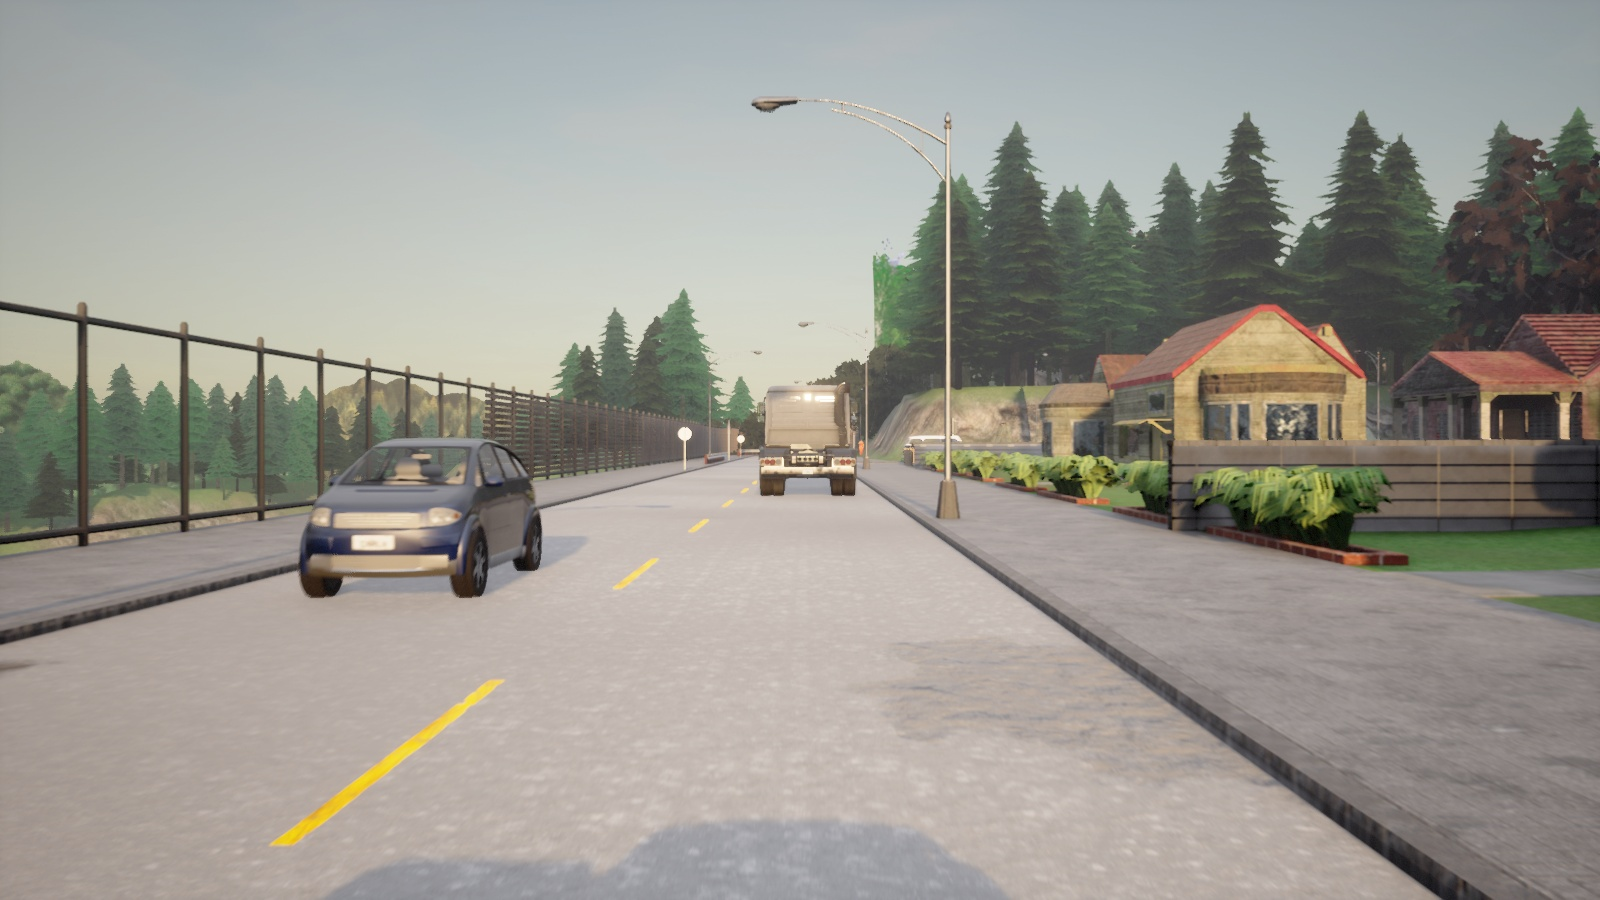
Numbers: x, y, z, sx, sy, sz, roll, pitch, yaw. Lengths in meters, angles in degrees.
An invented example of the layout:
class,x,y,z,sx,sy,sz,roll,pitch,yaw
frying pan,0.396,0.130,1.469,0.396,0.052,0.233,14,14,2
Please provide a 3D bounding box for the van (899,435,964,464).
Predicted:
class,x,y,z,sx,sy,sz,roll,pitch,yaw
van,9.448,-0.031,90.276,4.480,2.038,2.069,0,0,0

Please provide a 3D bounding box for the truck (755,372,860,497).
class,x,y,z,sx,sy,sz,roll,pitch,yaw
truck,0.236,-0.453,38.613,2.891,3.462,7.936,0,0,0

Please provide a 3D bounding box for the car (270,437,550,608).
class,x,y,z,sx,sy,sz,roll,pitch,yaw
car,-3.909,0.647,13.248,1.789,1.549,3.705,0,0,0
